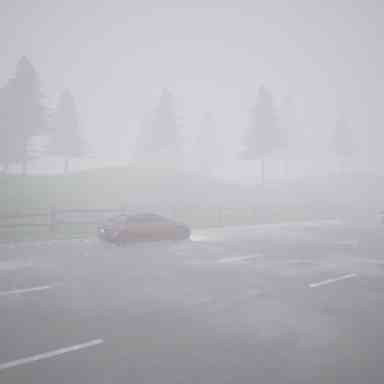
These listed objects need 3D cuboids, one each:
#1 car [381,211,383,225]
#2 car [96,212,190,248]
[{"bbox_3d":[15.162,1.619,23.259,5.008,1.535,1.882,0,0,-35],"label":"car"},{"bbox_3d":[-2.141,1.596,15.115,4.181,1.385,1.994,0,0,-35],"label":"car"}]
